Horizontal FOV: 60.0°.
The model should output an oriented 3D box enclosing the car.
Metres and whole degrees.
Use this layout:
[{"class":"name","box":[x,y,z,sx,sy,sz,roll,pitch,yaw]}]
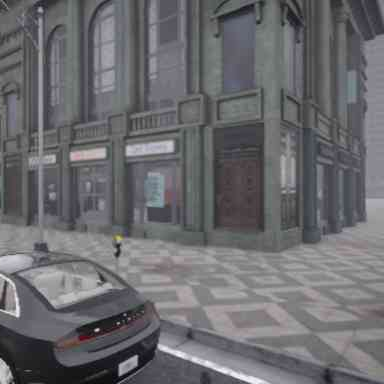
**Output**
[{"class":"car","box":[-2.433,1.548,4.703,4.403,1.369,2.008,0,0,36]}]
